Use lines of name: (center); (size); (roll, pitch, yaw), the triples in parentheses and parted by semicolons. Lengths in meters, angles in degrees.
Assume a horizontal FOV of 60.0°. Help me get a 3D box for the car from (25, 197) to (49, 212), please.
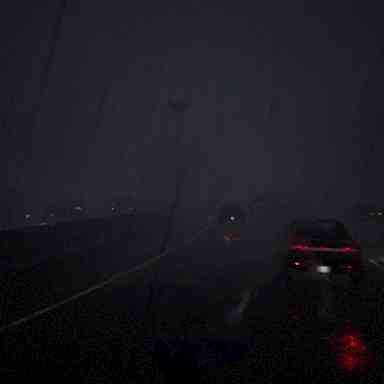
car: (-18.241, 1.403, 39.903); (2.097, 1.767, 4.553); (0, 0, -8)

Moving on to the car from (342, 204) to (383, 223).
car: (13.658, 1.636, 26.367); (2.033, 1.411, 5.357); (0, 0, 4)

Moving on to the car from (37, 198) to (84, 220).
car: (-10.911, 1.534, 28.714); (2.128, 1.511, 4.902); (0, 0, 3)

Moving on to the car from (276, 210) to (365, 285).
car: (3.648, 1.521, 9.778); (2.128, 1.511, 4.902); (0, 0, 17)

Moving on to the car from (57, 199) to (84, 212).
car: (-14.807, 1.609, 40.809); (2.033, 1.411, 5.357); (0, 0, -8)

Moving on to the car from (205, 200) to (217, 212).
car: (2.838, 1.647, 41.340); (2.033, 1.411, 5.357); (0, 0, -6)

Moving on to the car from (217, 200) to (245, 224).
car: (3.028, 1.570, 25.596); (1.837, 1.490, 4.892); (0, 0, 5)

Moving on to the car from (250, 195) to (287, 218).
car: (6.864, 1.307, 31.228); (2.150, 2.045, 5.566); (0, 0, 2)

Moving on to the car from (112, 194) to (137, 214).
car: (-7.387, 1.290, 36.696); (2.150, 2.045, 5.566); (0, 0, -4)

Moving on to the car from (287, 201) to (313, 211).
car: (10.307, 1.587, 32.583); (2.128, 1.511, 4.902); (0, 0, 1)
